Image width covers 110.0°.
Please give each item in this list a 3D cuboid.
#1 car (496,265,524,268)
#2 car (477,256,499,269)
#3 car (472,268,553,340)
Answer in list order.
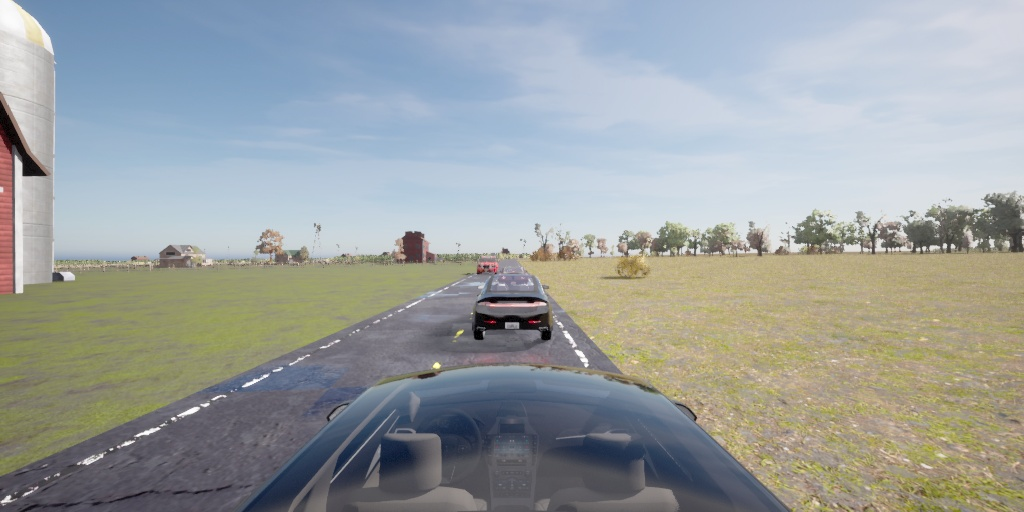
[{"bbox_3d":[0.105,1.357,24.154,1.895,1.301,4.718,0,0,1],"label":"car"},{"bbox_3d":[-2.637,1.070,39.819,2.150,2.045,5.566,1,0,0],"label":"car"},{"bbox_3d":[0.030,1.243,9.920,2.128,1.511,4.902,0,0,1],"label":"car"}]
